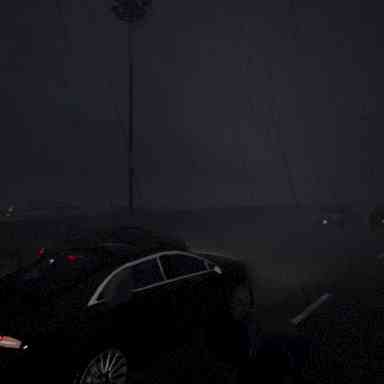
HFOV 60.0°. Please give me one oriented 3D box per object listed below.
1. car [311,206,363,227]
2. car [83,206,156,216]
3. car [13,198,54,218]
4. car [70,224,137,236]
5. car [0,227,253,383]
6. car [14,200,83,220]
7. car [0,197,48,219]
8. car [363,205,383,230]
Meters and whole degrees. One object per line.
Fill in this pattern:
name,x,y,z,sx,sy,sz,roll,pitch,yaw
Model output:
car,10.059,1.601,22.769,4.718,1.301,1.895,0,0,-45
car,-4.645,1.601,22.722,1.895,1.301,4.718,0,0,41
car,-10.887,1.478,26.173,1.882,1.535,5.008,0,0,41
car,-1.951,1.564,9.168,1.994,1.385,4.181,0,0,38
car,-0.771,1.491,4.978,2.128,1.511,4.902,0,0,36
car,-9.175,1.526,22.793,1.812,1.442,4.674,0,0,41
car,-13.678,1.352,28.264,2.097,1.767,4.553,0,0,41
car,12.382,1.477,20.128,1.882,1.535,5.008,0,0,45
